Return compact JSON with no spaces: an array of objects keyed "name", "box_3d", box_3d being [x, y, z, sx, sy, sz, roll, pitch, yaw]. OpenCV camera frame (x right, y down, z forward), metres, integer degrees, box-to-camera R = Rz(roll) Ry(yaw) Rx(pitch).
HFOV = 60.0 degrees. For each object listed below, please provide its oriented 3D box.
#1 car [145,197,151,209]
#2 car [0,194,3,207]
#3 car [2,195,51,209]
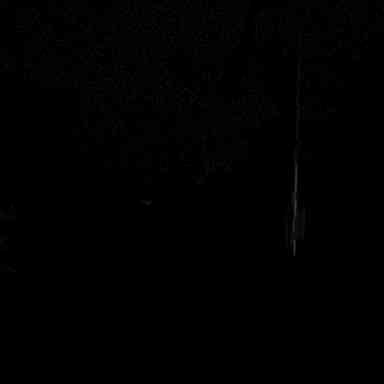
[{"name":"car","box_3d":[-9.350,1.951,60.529,2.150,2.045,5.566,2,-2,20]},{"name":"car","box_3d":[-21.710,1.006,36.694,2.128,1.511,4.902,2,-1,20]},{"name":"car","box_3d":[-17.976,1.248,36.747,1.895,1.301,4.718,2,-1,20]}]
